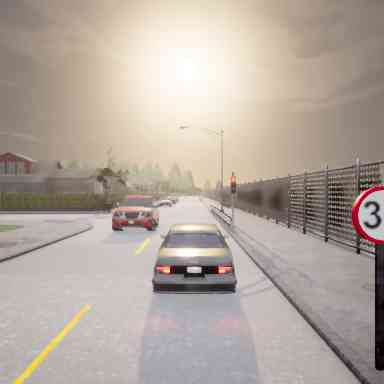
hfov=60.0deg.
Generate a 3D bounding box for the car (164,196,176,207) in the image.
[{"bbox_3d":[-4.025,1.547,51.761,2.033,1.411,5.357,0,0,0],"label":"car"}]

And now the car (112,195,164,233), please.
[{"bbox_3d":[-3.192,1.221,20.180,2.150,2.045,5.566,1,0,-1],"label":"car"}]

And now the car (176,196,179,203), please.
[{"bbox_3d":[-3.979,1.478,61.606,1.882,1.535,5.008,0,0,0],"label":"car"}]

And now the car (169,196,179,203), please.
[{"bbox_3d":[-3.901,1.553,71.610,1.994,1.385,4.181,0,0,0],"label":"car"}]

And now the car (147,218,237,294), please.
[{"bbox_3d":[0.066,1.547,8.921,2.033,1.411,5.357,0,0,1],"label":"car"}]
